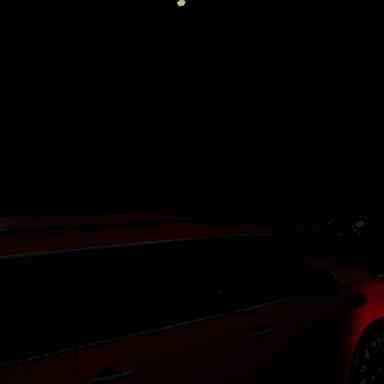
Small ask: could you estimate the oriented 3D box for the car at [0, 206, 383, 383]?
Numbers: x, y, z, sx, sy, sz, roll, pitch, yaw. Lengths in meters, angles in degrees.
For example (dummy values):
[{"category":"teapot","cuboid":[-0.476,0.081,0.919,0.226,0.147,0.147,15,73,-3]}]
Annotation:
[{"category":"car","cuboid":[-0.175,1.220,3.192,5.566,2.045,2.150,0,0,-35]}]
